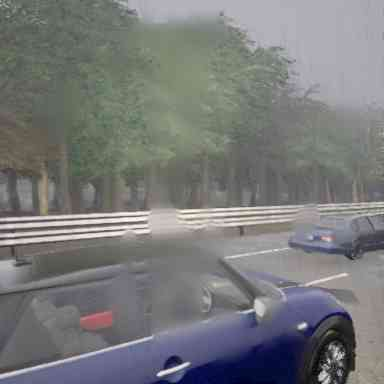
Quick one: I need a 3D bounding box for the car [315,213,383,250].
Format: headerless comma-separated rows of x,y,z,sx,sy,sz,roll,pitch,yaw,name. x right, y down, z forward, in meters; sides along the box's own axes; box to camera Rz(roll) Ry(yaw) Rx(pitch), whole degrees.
5.802,1.473,11.972,5.357,1.411,2.033,0,0,-34,car

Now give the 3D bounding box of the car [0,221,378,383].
-0.261,1.334,3.520,4.553,1.767,2.097,0,0,-35,car
